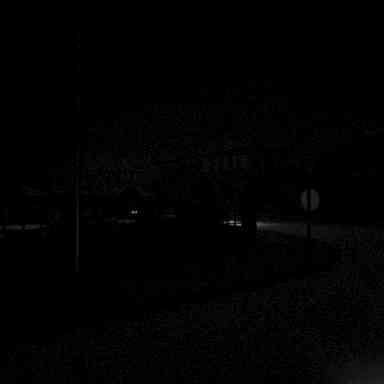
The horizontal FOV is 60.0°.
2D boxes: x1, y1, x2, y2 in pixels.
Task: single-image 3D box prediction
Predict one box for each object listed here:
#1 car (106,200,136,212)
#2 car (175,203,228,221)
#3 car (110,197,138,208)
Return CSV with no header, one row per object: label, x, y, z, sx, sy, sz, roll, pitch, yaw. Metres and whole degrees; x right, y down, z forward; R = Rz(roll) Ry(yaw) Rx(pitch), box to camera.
car,-8.787,1.525,39.916,1.812,1.442,4.674,0,0,-35
car,0.685,1.548,26.607,2.033,1.411,5.357,0,0,-35
car,-10.083,1.547,48.961,2.033,1.411,5.357,0,0,-37
